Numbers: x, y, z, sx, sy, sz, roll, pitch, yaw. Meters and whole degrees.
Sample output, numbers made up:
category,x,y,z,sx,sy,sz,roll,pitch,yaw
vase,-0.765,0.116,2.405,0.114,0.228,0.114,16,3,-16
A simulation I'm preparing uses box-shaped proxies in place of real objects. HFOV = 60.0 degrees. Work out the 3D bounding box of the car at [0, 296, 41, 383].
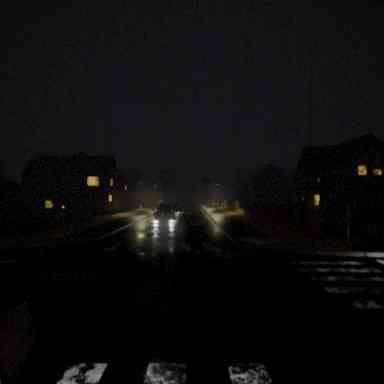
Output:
category,x,y,z,sx,sy,sz,roll,pitch,yaw
car,-2.742,1.567,1.673,2.033,1.411,5.357,0,-1,0

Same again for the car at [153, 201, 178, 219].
category,x,y,z,sx,sy,sz,roll,pitch,yaw
car,-2.699,1.895,33.035,1.837,1.490,4.892,0,0,0

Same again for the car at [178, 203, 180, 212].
category,x,y,z,sx,sy,sz,roll,pitch,yaw
car,-2.679,2.052,48.424,2.033,1.411,5.357,0,-1,0
